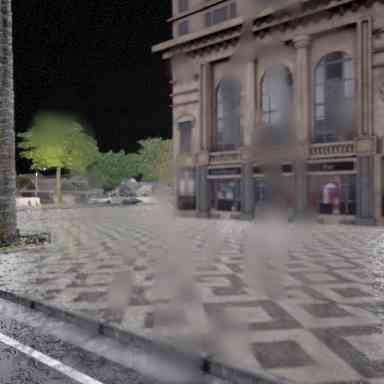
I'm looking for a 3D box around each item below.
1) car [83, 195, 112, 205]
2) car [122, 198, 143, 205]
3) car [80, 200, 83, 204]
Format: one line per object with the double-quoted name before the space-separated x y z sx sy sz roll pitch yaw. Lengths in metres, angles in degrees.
"car" -19.705 1.630 71.054 2.150 2.045 5.566 0 0 37
"car" -12.447 2.009 69.882 1.837 1.490 4.892 0 0 37
"car" -22.282 1.918 73.033 1.837 1.490 4.892 0 0 37
